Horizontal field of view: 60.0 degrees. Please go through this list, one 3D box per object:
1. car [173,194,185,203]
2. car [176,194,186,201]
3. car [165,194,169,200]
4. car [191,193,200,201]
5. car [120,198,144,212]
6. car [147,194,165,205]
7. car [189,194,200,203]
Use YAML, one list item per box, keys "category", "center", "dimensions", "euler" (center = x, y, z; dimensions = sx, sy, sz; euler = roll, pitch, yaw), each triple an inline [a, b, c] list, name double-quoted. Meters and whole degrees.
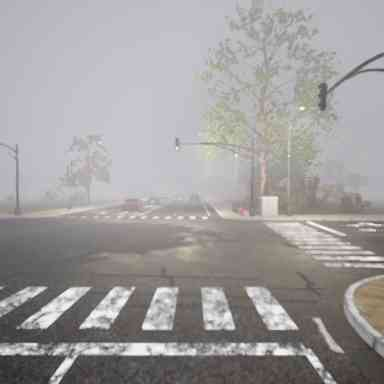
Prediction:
- category: "car"
  center: [-2.675, 1.383, 65.379]
  dimensions: [1.895, 1.301, 4.718]
  euler: [0, 0, 1]
- category: "car"
  center: [-2.506, 1.176, 75.348]
  dimensions: [2.033, 1.411, 5.357]
  euler: [0, 0, 1]
- category: "car"
  center: [-5.853, 1.152, 69.643]
  dimensions: [1.837, 1.490, 4.892]
  euler: [0, 0, 1]
- category: "car"
  center: [0.743, 1.115, 75.293]
  dimensions: [1.882, 1.535, 5.008]
  euler: [0, 0, 1]
- category: "car"
  center: [-6.501, 1.368, 36.500]
  dimensions: [1.882, 1.535, 5.008]
  euler: [0, 1, 1]
- category: "car"
  center: [-6.145, 1.317, 54.656]
  dimensions: [2.128, 1.511, 4.902]
  euler: [0, 0, 2]
- category: "car"
  center: [0.573, 1.136, 65.229]
  dimensions: [2.097, 1.767, 4.553]
  euler: [0, 0, 1]
